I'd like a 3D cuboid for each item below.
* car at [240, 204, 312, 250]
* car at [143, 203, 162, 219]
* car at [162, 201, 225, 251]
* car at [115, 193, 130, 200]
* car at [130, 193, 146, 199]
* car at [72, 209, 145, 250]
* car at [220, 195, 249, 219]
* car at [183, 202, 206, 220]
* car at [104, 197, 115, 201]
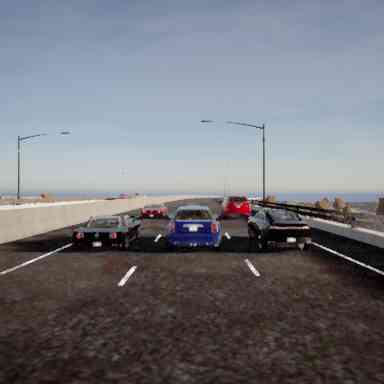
[{"bbox_3d":[3.563,1.499,14.281,2.128,1.511,4.902,0,0,0],"label":"car"},{"bbox_3d":[-3.245,1.640,29.324,1.895,1.301,4.718,0,0,1],"label":"car"},{"bbox_3d":[0.062,1.370,14.281,2.097,1.767,4.553,0,0,0],"label":"car"},{"bbox_3d":[-15.737,1.347,77.958,2.150,2.045,5.566,0,0,3],"label":"car"},{"bbox_3d":[-12.241,1.347,77.794,2.150,2.045,5.566,0,0,3],"label":"car"},{"bbox_3d":[-3.437,1.621,14.371,1.895,1.301,4.718,0,0,0],"label":"car"},{"bbox_3d":[3.754,1.281,29.205,2.150,2.045,5.566,0,0,1],"label":"car"},{"bbox_3d":[0.255,1.640,29.265,1.895,1.301,4.718,0,0,1],"label":"car"},{"bbox_3d":[-19.233,1.718,78.120,1.895,1.301,4.718,0,0,3],"label":"car"}]
